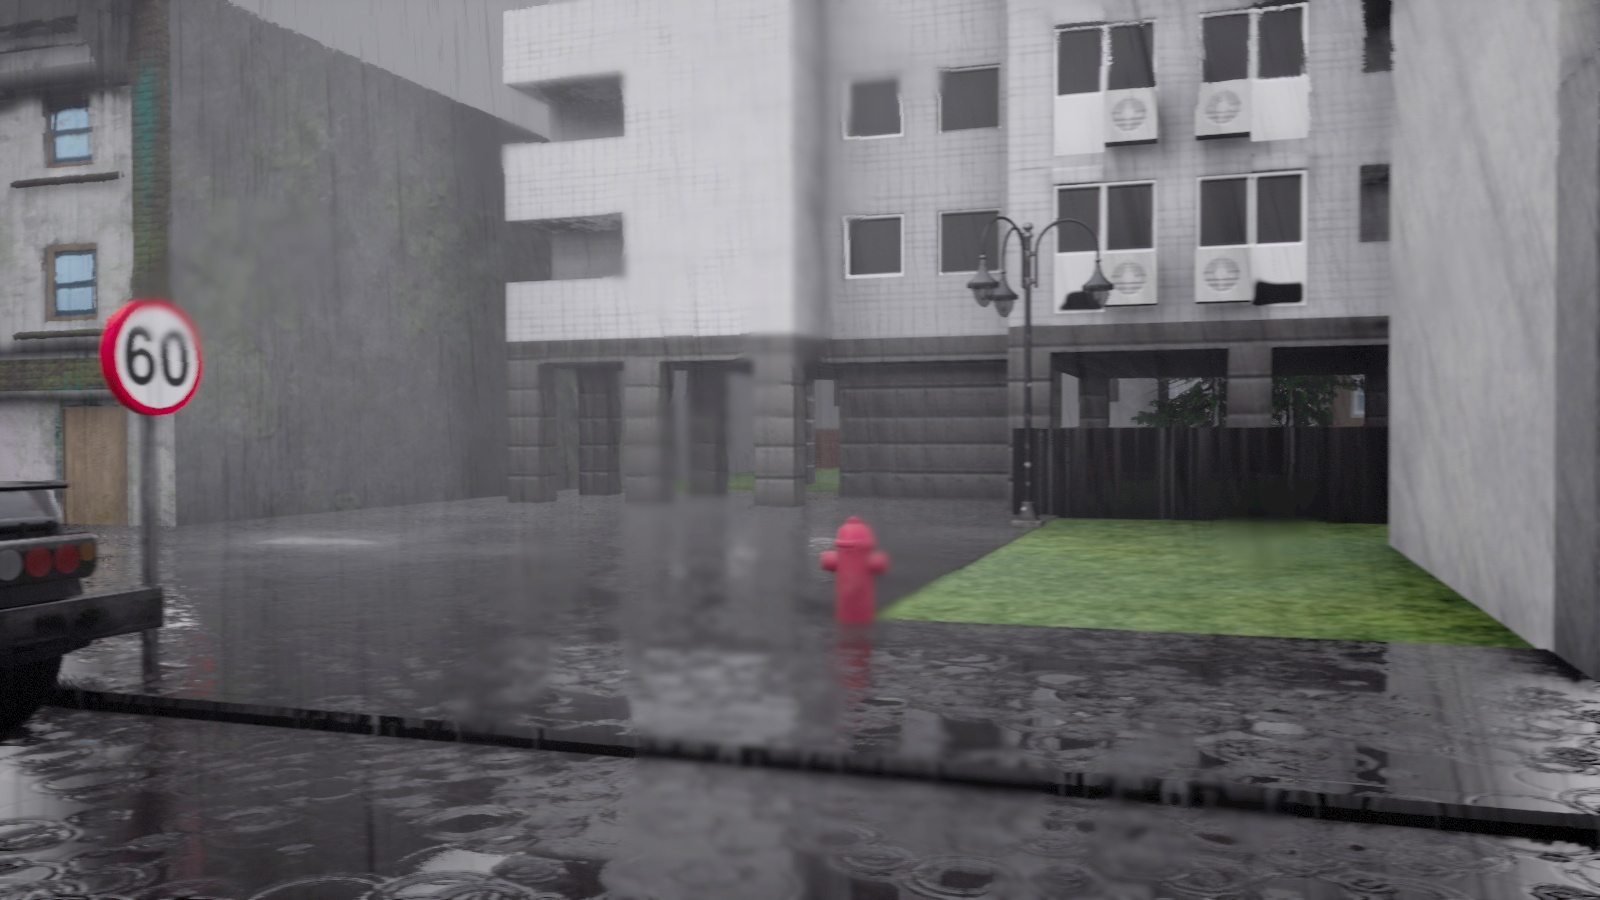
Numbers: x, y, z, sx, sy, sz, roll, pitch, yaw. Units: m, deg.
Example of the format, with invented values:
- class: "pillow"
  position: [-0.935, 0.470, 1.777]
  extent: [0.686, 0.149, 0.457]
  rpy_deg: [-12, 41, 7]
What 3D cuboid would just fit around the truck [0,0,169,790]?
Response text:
- class: "truck"
  position: [-7.394, -0.282, 6.193]
  extent: [7.936, 3.462, 2.891]
  rpy_deg: [1, 1, 19]
